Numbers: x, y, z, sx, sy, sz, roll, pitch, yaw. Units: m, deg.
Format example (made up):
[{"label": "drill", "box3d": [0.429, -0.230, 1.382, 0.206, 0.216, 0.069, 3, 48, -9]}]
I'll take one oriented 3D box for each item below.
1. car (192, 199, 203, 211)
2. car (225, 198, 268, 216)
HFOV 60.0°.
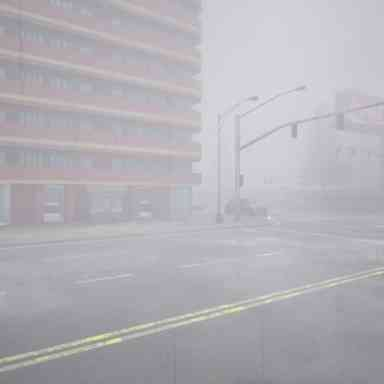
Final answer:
[{"label": "car", "box3d": [-0.583, 1.526, 41.140, 1.812, 1.442, 4.674, 0, 0, -34]}, {"label": "car", "box3d": [5.272, 1.352, 32.413, 2.097, 1.767, 4.553, 0, 0, -34]}]
